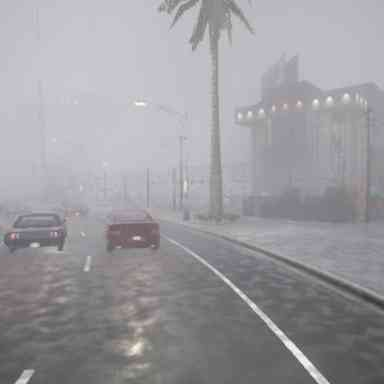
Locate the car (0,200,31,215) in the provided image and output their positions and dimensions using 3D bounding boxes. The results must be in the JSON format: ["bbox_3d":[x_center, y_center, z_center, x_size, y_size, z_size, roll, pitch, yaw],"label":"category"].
[{"bbox_3d":[-15.491,1.381,28.667,2.033,1.411,5.357,0,0,-44],"label":"car"}]

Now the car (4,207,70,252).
[{"bbox_3d":[-6.167,1.521,13.589,1.895,1.301,4.718,0,0,-19],"label":"car"}]

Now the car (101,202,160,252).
[{"bbox_3d":[-2.634,1.397,13.693,1.882,1.535,5.008,0,1,-17],"label":"car"}]

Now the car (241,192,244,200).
[{"bbox_3d":[8.314,1.112,52.598,4.674,1.452,2.002,0,0,42],"label":"car"}]

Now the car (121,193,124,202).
[{"bbox_3d":[-11.786,0.933,55.249,4.553,1.767,2.185,0,0,42],"label":"car"}]

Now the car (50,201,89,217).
[{"bbox_3d":[-10.543,1.436,28.296,1.895,1.301,4.718,0,0,-38],"label":"car"}]
